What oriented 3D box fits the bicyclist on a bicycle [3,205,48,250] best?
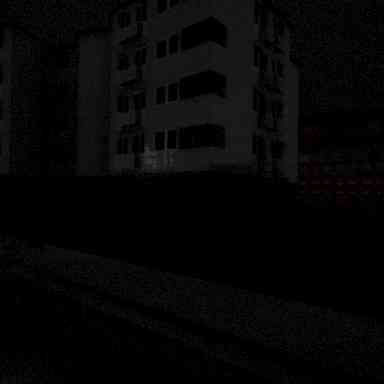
[{"bbox_3d":[-6.132,1.311,12.374,0.582,1.620,1.656,1,0,40],"label":"bicyclist on a bicycle"}]
